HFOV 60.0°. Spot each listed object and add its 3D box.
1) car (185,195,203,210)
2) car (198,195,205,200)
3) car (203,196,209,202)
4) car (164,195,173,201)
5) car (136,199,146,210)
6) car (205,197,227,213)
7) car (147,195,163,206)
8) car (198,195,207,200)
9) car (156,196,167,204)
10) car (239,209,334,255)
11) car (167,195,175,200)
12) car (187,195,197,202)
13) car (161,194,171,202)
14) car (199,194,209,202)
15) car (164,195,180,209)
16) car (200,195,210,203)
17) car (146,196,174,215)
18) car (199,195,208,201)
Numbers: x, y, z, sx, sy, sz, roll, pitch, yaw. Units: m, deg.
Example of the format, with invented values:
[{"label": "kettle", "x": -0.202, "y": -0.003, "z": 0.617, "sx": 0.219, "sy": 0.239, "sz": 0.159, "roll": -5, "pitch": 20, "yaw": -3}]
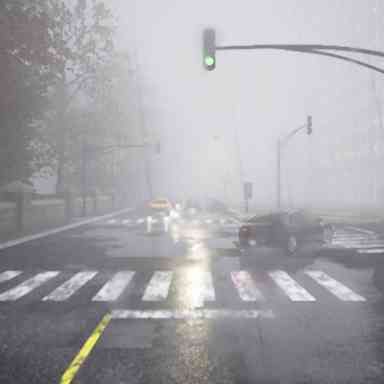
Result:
[{"label": "car", "x": 0.085, "y": 1.479, "z": 41.111, "sx": 2.033, "sy": 1.411, "sz": 5.357, "roll": 0, "pitch": 0, "yaw": 0}, {"label": "car", "x": 2.661, "y": 1.475, "z": 91.384, "sx": 1.802, "sy": 1.307, "sz": 4.206, "roll": 0, "pitch": 0, "yaw": 0}, {"label": "car", "x": 2.678, "y": 1.498, "z": 40.693, "sx": 1.947, "sy": 1.339, "sz": 4.313, "roll": 0, "pitch": 0, "yaw": 0}, {"label": "car", "x": -5.716, "y": 1.442, "z": 80.116, "sx": 1.887, "sy": 1.381, "sz": 4.507, "roll": 0, "pitch": 0, "yaw": 0}, {"label": "car", "x": -5.703, "y": 1.514, "z": 40.690, "sx": 1.802, "sy": 1.307, "sz": 4.206, "roll": 0, "pitch": 0, "yaw": 0}, {"label": "car", "x": 2.679, "y": 1.506, "z": 35.060, "sx": 1.947, "sy": 1.339, "sz": 4.313, "roll": 0, "pitch": 0, "yaw": 0}, {"label": "car", "x": -5.706, "y": 1.359, "z": 51.955, "sx": 1.967, "sy": 1.590, "sz": 4.097, "roll": 0, "pitch": 0, "yaw": 0}, {"label": "car", "x": 2.663, "y": 1.446, "z": 85.751, "sx": 2.008, "sy": 1.369, "sz": 4.403, "roll": 0, "pitch": 0, "yaw": 0}, {"label": "car", "x": -5.709, "y": 1.434, "z": 63.050, "sx": 1.752, "sy": 1.417, "sz": 4.829, "roll": 0, "pitch": 0, "yaw": 0}, {"label": "car", "x": 3.849, "y": 1.457, "z": 13.242, "sx": 4.892, "sy": 1.490, "sz": 1.837, "roll": -2, "pitch": -3, "yaw": -44}, {"label": "car", "x": -5.719, "y": 1.438, "z": 91.381, "sx": 1.887, "sy": 1.381, "sz": 4.507, "roll": 0, "pitch": 0, "yaw": 0}, {"label": "car", "x": -0.025, "y": 1.441, "z": 73.597, "sx": 2.033, "sy": 1.411, "sz": 5.357, "roll": 0, "pitch": 0, "yaw": 0}, {"label": "car", "x": -5.713, "y": 1.341, "z": 74.483, "sx": 1.967, "sy": 1.590, "sz": 4.097, "roll": 0, "pitch": 0, "yaw": 0}, {"label": "car", "x": 2.667, "y": 1.341, "z": 74.486, "sx": 1.967, "sy": 1.590, "sz": 4.097, "roll": 0, "pitch": 0, "yaw": 0}, {"label": "car", "x": -3.101, "y": 1.420, "z": 43.744, "sx": 2.128, "sy": 1.511, "sz": 4.902, "roll": 0, "pitch": 0, "yaw": 0}, {"label": "car", "x": 2.669, "y": 1.344, "z": 68.855, "sx": 1.967, "sy": 1.590, "sz": 4.097, "roll": 0, "pitch": 0, "yaw": 0}, {"label": "car", "x": -3.102, "y": 1.420, "z": 33.228, "sx": 1.882, "sy": 1.535, "sz": 5.008, "roll": 0, "pitch": 0, "yaw": 0}, {"label": "car", "x": 2.664, "y": 1.449, "z": 80.119, "sx": 2.008, "sy": 1.369, "sz": 4.403, "roll": 0, "pitch": 0, "yaw": 0}]
